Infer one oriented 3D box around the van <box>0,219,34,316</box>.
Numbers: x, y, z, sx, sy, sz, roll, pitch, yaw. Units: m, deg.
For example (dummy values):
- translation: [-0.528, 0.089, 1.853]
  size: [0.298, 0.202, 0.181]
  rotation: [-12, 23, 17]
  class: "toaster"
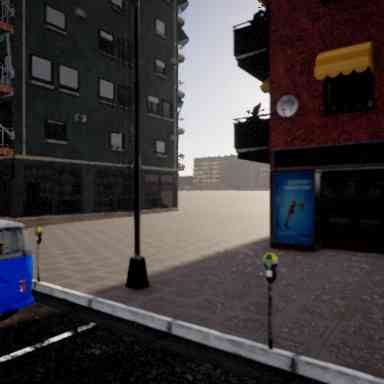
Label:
- translation: [-4.634, 1.333, 6.181]
  size: [3.998, 1.788, 1.690]
  rotation: [0, 0, 35]
  class: "van"
